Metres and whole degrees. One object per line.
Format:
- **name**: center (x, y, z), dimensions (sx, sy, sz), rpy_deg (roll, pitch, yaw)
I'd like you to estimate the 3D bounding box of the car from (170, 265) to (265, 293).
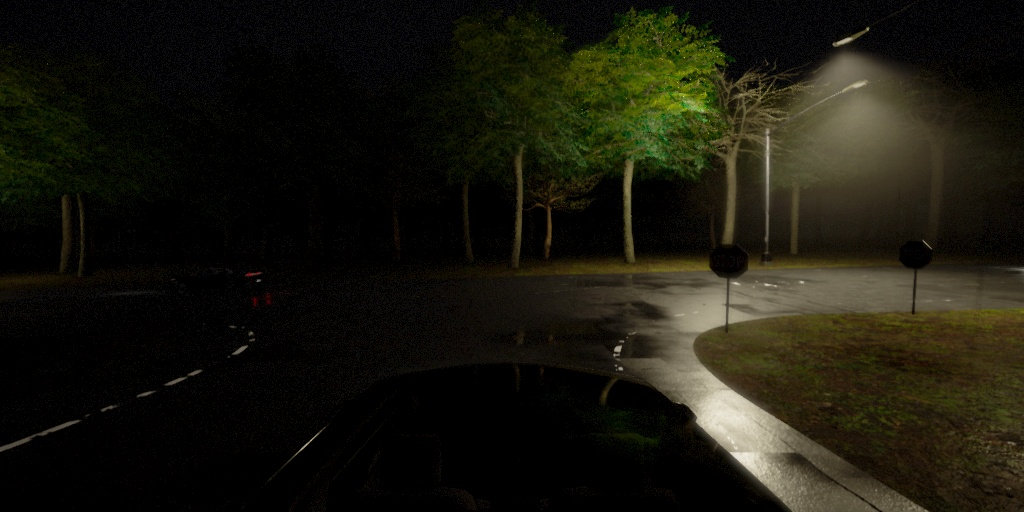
- **car**: center (-17.775, 1.347, 21.687), dimensions (4.902, 1.511, 2.128), rpy_deg (-1, 3, 0)
